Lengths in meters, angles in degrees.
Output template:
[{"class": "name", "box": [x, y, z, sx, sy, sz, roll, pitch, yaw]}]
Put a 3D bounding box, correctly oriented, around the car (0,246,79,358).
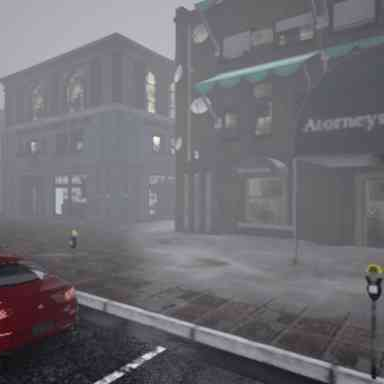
[{"class": "car", "box": [-3.568, 1.557, 5.408, 4.206, 1.307, 1.802, 0, 0, 35]}]
